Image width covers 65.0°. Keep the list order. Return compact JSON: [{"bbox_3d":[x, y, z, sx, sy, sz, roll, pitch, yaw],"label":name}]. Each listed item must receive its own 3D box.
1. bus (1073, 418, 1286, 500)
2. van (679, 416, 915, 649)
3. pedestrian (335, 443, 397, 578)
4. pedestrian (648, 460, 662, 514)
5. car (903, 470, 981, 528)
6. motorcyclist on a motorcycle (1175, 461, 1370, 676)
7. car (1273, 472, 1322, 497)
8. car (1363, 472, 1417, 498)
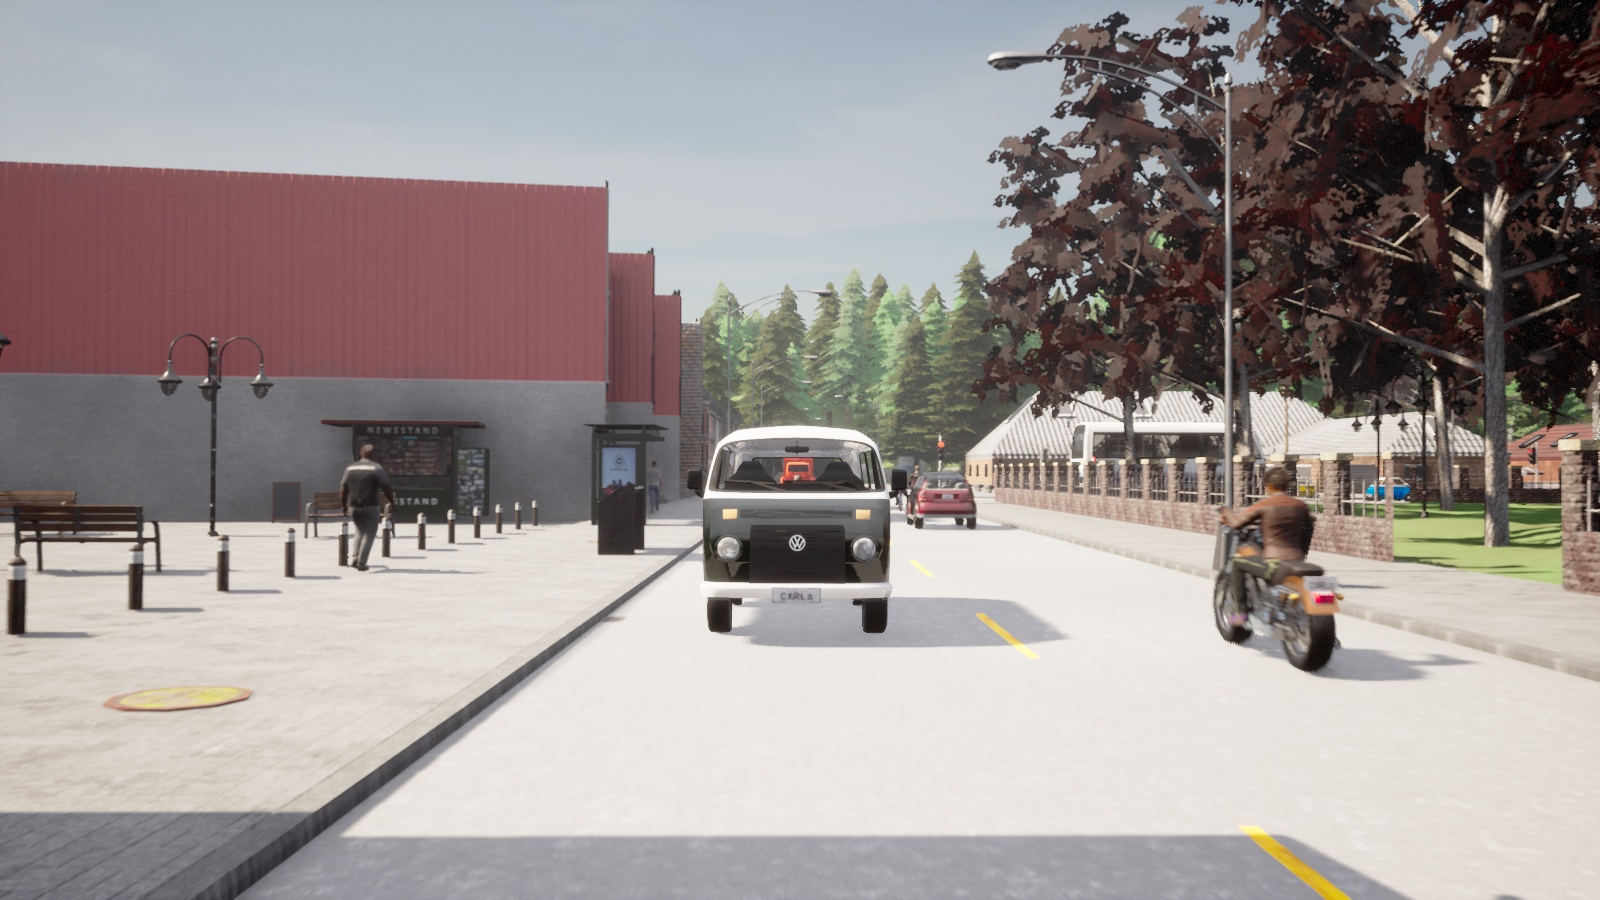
[{"bbox_3d":[20.349,0.492,67.806,10.273,4.253,3.944,0,-1,-2],"label":"bus"},{"bbox_3d":[-0.028,0.761,13.295,2.069,2.038,4.480,0,-1,0],"label":"van"},{"bbox_3d":[-6.189,0.849,17.926,0.563,1.883,0.849,0,-1,2],"label":"pedestrian"},{"bbox_3d":[-5.003,1.271,43.410,0.354,1.836,0.706,0,-1,4],"label":"pedestrian"},{"bbox_3d":[3.949,1.367,35.500,1.789,1.549,3.705,0,-1,0],"label":"car"},{"bbox_3d":[3.976,0.930,10.809,0.766,1.649,2.350,0,-1,0],"label":"motorcyclist on a motorcycle"},{"bbox_3d":[28.440,1.958,71.822,2.207,1.376,1.481,0,-1,1],"label":"car"},{"bbox_3d":[31.875,1.878,67.837,2.207,1.376,1.481,-1,-1,-1],"label":"car"}]
